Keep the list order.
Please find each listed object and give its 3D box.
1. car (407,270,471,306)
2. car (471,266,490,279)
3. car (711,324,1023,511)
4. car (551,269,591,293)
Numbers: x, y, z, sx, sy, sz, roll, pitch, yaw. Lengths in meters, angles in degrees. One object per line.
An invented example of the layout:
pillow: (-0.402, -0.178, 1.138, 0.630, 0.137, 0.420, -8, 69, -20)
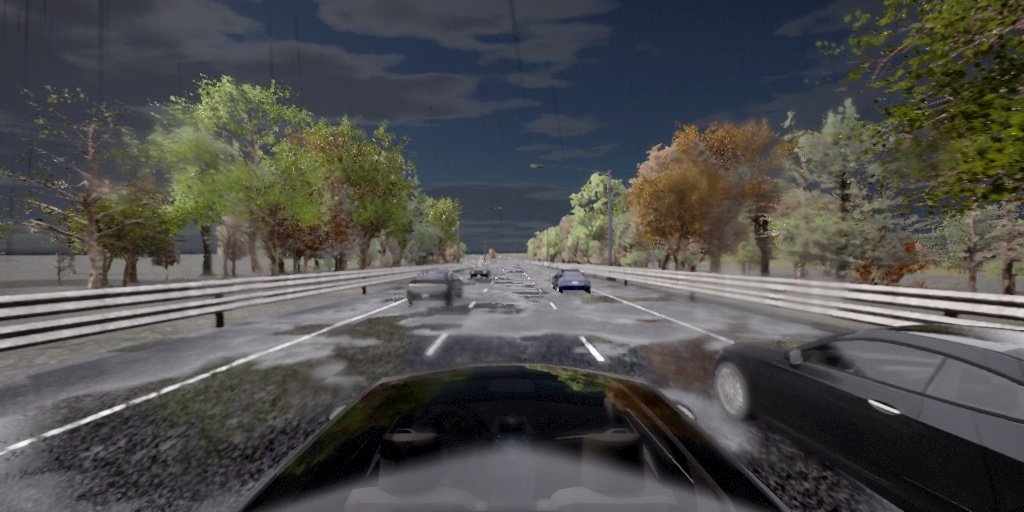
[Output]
car: (-3.377, 1.387, 16.521, 2.128, 1.511, 4.902, 0, -1, 0)
car: (-3.330, 1.716, 38.260, 1.895, 1.301, 4.718, 0, -1, 0)
car: (3.601, 1.287, 2.903, 1.812, 1.442, 4.674, 0, -1, 0)
car: (3.638, 1.520, 22.602, 1.994, 1.385, 4.181, 0, 0, 0)
